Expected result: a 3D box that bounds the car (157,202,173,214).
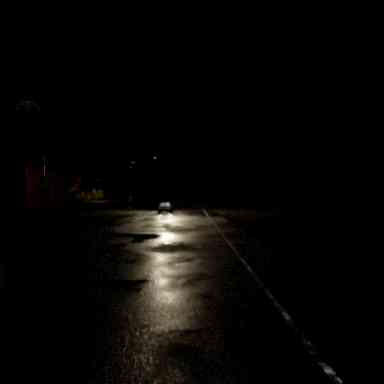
[{"bbox_3d":[-3.426,2.059,43.615,2.033,1.411,5.357,0,-1,0],"label":"car"}]
